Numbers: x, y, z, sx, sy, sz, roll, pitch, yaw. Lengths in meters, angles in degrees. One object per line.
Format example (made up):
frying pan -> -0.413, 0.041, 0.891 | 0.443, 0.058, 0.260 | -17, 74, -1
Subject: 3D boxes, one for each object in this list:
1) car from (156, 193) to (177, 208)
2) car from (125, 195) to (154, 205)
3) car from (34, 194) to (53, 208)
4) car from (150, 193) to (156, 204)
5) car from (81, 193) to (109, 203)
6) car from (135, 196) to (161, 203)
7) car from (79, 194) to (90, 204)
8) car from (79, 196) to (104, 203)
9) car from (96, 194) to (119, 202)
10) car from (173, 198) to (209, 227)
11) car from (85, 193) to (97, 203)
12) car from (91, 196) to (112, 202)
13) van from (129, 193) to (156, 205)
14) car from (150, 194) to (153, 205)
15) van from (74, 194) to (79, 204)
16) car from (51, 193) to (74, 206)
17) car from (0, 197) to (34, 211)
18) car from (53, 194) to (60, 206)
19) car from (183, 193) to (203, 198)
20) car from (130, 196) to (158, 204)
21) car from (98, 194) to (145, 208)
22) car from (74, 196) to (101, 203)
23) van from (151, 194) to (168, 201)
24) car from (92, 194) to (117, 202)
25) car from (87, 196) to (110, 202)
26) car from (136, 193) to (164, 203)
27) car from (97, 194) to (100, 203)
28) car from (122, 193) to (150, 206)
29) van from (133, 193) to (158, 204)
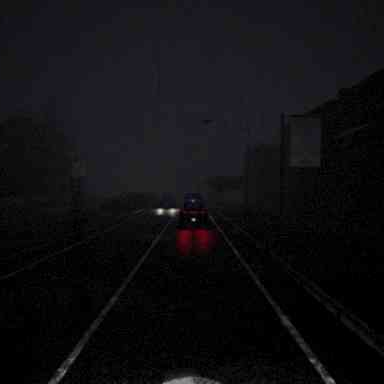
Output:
car -> -3.241, 1.131, 45.499 | 2.150, 2.045, 5.566 | 0, 0, 0
car -> -8.803, 1.314, 55.941 | 4.553, 1.767, 2.185 | 0, 0, 0
car -> -21.922, 1.383, 44.744 | 5.008, 1.535, 2.097 | 0, 0, 0
car -> -8.862, 1.171, 53.141 | 5.566, 2.045, 2.435 | 0, 0, 0
car -> -21.904, 1.338, 75.378 | 5.566, 2.045, 2.435 | 0, 0, 0
car -> -8.837, 1.524, 67.154 | 5.008, 1.535, 2.097 | 0, 0, 0
car -> -21.915, 1.522, 61.452 | 4.674, 1.452, 2.002 | 0, 0, 0
car -> -21.957, 1.596, 72.593 | 4.792, 1.488, 2.163 | 0, 0, 0
car -> -21.916, 1.446, 86.395 | 5.566, 2.045, 2.435 | 0, -1, 0
car -> 0.104, 1.438, 22.374 | 2.128, 1.511, 4.902 | 0, 0, 0
car -> -21.734, 1.500, 64.237 | 5.366, 1.575, 1.946 | 0, 0, 0
car -> -21.935, 1.679, 80.823 | 4.674, 1.452, 2.002 | 0, -1, 0
van -> -8.719, 1.235, 58.745 | 4.442, 1.987, 1.878 | 0, 0, 0
car -> -8.841, 1.406, 50.334 | 4.892, 1.521, 2.231 | 0, 0, 0
van -> -22.030, 1.214, 55.882 | 4.442, 1.987, 1.878 | 0, 0, 0
car -> -21.883, 1.297, 53.100 | 4.553, 1.767, 2.185 | 0, 0, 0
car -> -21.917, 1.374, 39.176 | 5.008, 1.535, 2.097 | 0, 0, 0
car -> -21.918, 1.433, 47.531 | 4.674, 1.452, 2.002 | 0, 0, 0
car -> 0.108, 1.127, 40.335 | 2.150, 2.045, 5.566 | 0, 0, 0
car -> -8.832, 1.483, 61.548 | 4.892, 1.521, 2.231 | 0, 0, 0
car -> -8.834, 1.378, 41.929 | 4.892, 1.521, 2.231 | 0, 0, 0
car -> -21.896, 1.575, 69.808 | 4.792, 1.488, 2.163 | 0, 0, 0
van -> -8.752, 1.504, 89.579 | 4.442, 1.987, 1.878 | 0, -1, 0
car -> -21.912, 1.417, 83.733 | 5.566, 2.045, 2.435 | 0, -1, 0
car -> -21.930, 1.614, 78.163 | 5.008, 1.535, 2.097 | 0, -1, 0
car -> -8.874, 1.294, 69.959 | 5.566, 2.045, 2.435 | 0, 0, 0
car -> -21.917, 1.524, 67.023 | 5.008, 1.535, 2.097 | 0, 0, 0
car -> -8.866, 1.132, 44.730 | 5.566, 2.045, 2.435 | 0, 0, 0
van -> -8.956, 1.277, 64.352 | 4.442, 1.987, 1.878 | 0, 0, 0
